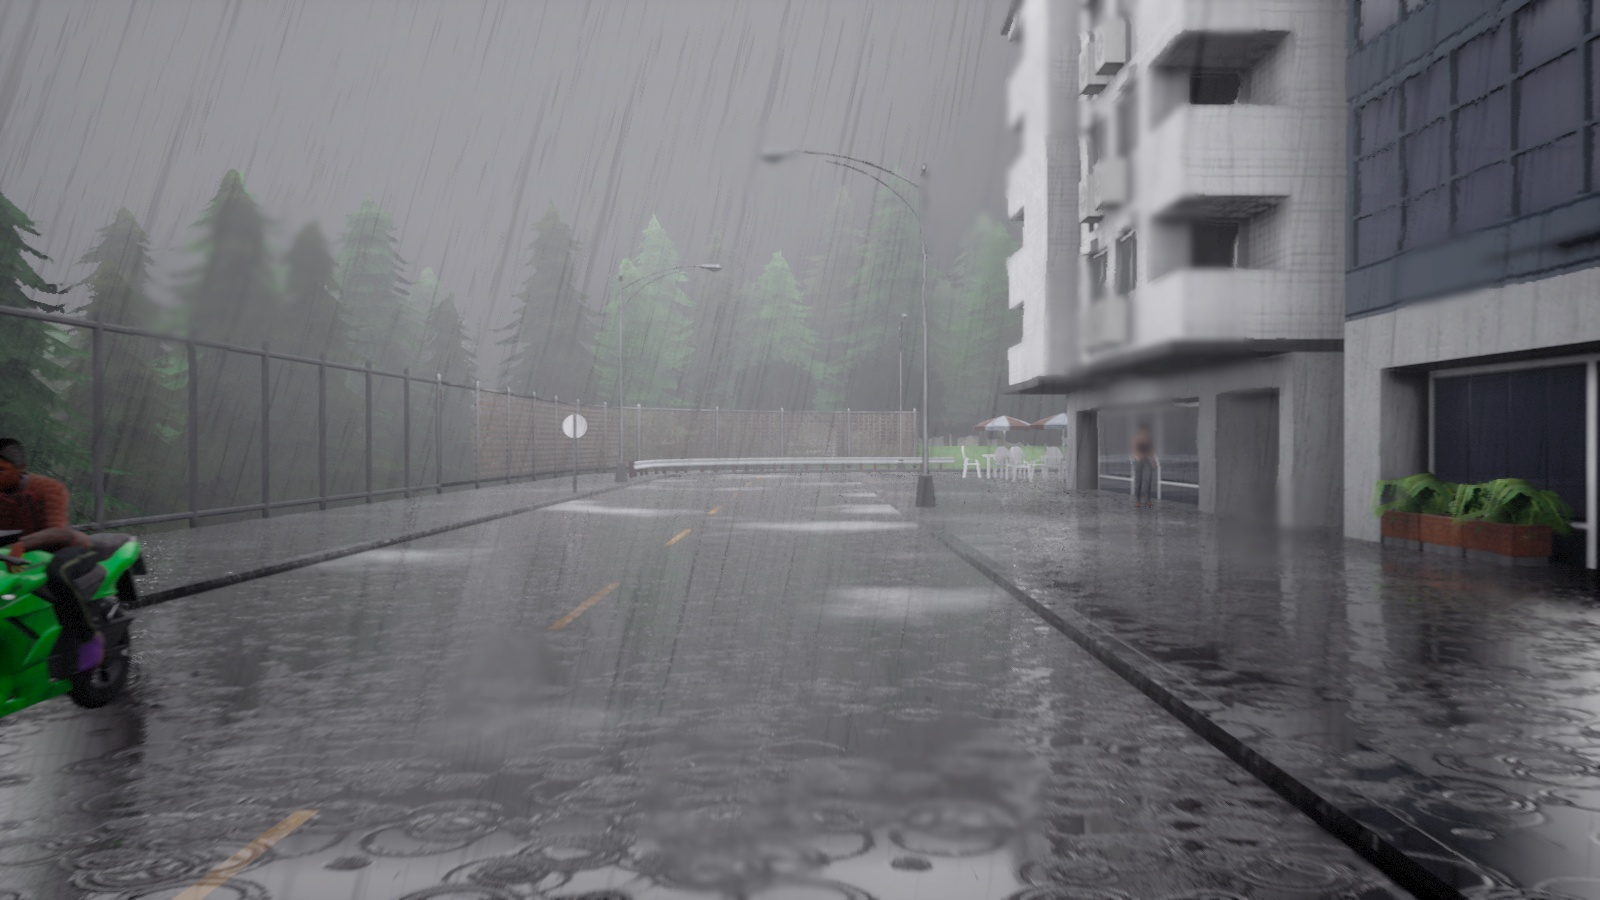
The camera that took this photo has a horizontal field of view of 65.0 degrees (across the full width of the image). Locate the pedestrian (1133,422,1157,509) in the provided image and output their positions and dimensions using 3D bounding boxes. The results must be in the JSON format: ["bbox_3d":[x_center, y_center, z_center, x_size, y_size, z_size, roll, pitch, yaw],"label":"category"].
[{"bbox_3d":[7.425,0.327,27.038,0.345,1.836,0.594,0,0,0],"label":"pedestrian"}]

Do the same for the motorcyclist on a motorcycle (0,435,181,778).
[{"bbox_3d":[-3.949,0.691,6.167,0.797,1.523,2.044,0,0,0],"label":"motorcyclist on a motorcycle"}]
